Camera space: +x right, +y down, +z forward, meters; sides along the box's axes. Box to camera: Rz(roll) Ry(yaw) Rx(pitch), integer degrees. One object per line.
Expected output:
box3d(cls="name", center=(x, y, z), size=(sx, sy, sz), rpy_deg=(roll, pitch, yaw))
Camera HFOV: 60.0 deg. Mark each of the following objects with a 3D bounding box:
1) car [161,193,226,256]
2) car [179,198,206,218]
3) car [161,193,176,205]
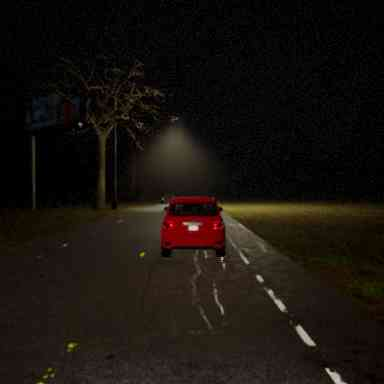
box3d(cls="car", center=(0.063, 1.187, 13.015), size=(2.150, 2.045, 5.566), rpy_deg=(0, 1, 0))
box3d(cls="car", center=(0.066, 1.335, 29.028), size=(2.128, 1.511, 4.902), rpy_deg=(0, 1, 0))
box3d(cls="car", center=(-3.586, 1.007, 51.721), size=(2.097, 1.767, 4.553), rpy_deg=(0, 0, 0))
